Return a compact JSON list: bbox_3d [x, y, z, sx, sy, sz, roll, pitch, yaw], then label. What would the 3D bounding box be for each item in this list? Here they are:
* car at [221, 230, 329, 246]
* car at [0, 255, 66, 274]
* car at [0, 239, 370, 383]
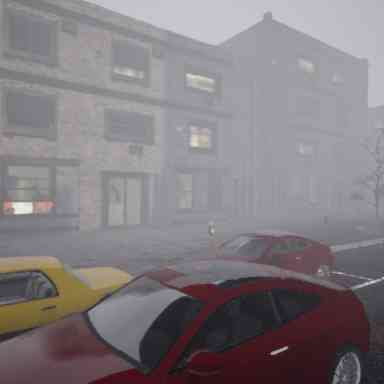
[{"bbox_3d":[1.645,1.587,7.725,4.206,1.307,1.802,0,1,-36],"label":"car"},{"bbox_3d":[-2.997,1.526,4.412,4.829,1.417,1.752,0,1,-36],"label":"car"},{"bbox_3d":[0.020,1.528,3.379,4.674,1.442,1.812,0,0,-36],"label":"car"}]
